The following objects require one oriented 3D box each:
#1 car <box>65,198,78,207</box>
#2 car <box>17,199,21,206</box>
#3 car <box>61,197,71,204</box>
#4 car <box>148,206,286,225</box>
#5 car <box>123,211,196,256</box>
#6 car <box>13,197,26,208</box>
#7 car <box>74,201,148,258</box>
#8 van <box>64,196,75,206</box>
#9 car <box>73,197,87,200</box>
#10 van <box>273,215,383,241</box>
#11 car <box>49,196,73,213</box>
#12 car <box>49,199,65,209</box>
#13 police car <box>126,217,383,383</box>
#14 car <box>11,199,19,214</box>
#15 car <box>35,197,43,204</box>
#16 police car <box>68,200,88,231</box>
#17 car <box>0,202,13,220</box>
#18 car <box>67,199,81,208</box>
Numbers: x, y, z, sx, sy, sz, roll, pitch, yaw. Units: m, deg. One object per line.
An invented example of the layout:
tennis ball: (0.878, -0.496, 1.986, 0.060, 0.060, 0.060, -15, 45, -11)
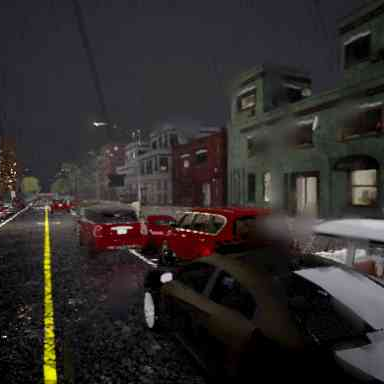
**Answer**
car: (-21.716, 1.840, 59.847, 1.752, 1.417, 4.829, -1, 0, -24)
car: (-22.611, 1.910, 41.080, 1.802, 1.307, 4.206, -1, 0, -24)
car: (-28.420, 1.937, 75.082, 1.752, 1.417, 4.829, -1, 0, -24)
car: (0.694, 1.301, 8.908, 2.192, 1.841, 5.009, -1, 0, -24)
car: (-1.535, 1.601, 13.987, 1.802, 1.307, 4.206, -1, 0, -24)
car: (-29.321, 1.741, 56.313, 2.192, 1.841, 5.009, -1, 0, -24)
car: (-3.288, 1.396, 13.369, 2.097, 1.767, 4.553, -1, 0, -25)
van: (-23.887, 1.687, 64.769, 1.690, 1.788, 3.998, -1, 0, -24)
car: (-12.776, 1.710, 39.533, 1.752, 1.417, 4.829, -1, 0, -24)
van: (2.929, 1.294, 3.829, 1.690, 1.788, 3.998, -1, 0, -24)
car: (-15.984, 1.583, 40.246, 2.097, 1.767, 4.553, -1, 0, -23)
car: (-20.981, 1.852, 51.510, 2.033, 1.411, 5.357, -1, 0, -24)
police car: (0.737, 1.411, 4.380, 1.930, 1.638, 5.238, -1, 0, -24)
car: (-20.378, 1.846, 36.000, 2.008, 1.369, 4.403, -1, 0, -24)
car: (-37.608, 2.052, 81.842, 1.837, 1.490, 4.892, -1, 0, -24)
police car: (-5.708, 1.506, 19.025, 1.930, 1.638, 5.238, -1, 0, -24)
car: (-18.142, 1.844, 30.922, 1.802, 1.307, 4.206, -1, 0, -24)
car: (-19.412, 1.863, 54.613, 1.802, 1.307, 4.206, -1, 0, -24)
